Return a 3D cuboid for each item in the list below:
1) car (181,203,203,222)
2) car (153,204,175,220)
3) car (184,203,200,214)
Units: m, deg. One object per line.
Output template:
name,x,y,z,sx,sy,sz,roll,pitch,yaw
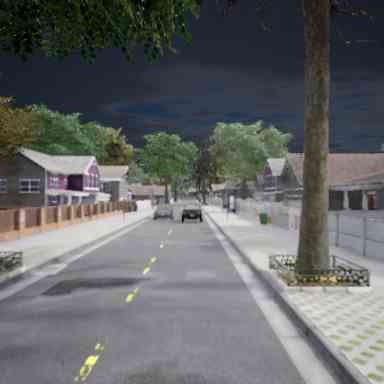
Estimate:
car,0.015,1.892,31.066,1.882,1.535,5.008,0,-1,0
car,-2.753,1.952,33.394,1.837,1.490,4.892,0,-1,0
car,0.046,2.161,44.691,1.994,1.385,4.181,0,-1,1
